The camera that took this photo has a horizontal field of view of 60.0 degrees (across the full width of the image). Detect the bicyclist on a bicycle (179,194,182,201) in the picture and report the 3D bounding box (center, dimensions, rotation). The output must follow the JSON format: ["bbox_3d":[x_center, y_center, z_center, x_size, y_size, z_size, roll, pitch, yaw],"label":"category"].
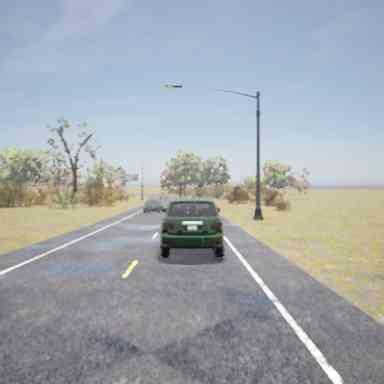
[{"bbox_3d":[-2.975,1.384,87.212,0.659,1.776,1.843,0,0,-5],"label":"bicyclist on a bicycle"}]

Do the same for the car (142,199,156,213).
[{"bbox_3d":[-4.346,1.528,36.932,1.837,1.490,4.892,0,0,-2],"label":"car"}]

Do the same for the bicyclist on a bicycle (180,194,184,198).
[{"bbox_3d":[-2.219,1.458,78.219,0.866,1.612,1.509,0,0,-5],"label":"bicyclist on a bicycle"}]

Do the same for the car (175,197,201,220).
[{"bbox_3d":[-0.394,1.369,29.335,2.097,1.767,4.553,0,0,-2],"label":"car"}]

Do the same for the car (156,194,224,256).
[{"bbox_3d":[-0.023,1.231,13.215,2.150,2.045,5.566,0,0,-1],"label":"car"}]

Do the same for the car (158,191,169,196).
[{"bbox_3d":[-6.742,0.865,78.845,2.150,2.045,5.566,0,0,-5],"label":"car"}]
